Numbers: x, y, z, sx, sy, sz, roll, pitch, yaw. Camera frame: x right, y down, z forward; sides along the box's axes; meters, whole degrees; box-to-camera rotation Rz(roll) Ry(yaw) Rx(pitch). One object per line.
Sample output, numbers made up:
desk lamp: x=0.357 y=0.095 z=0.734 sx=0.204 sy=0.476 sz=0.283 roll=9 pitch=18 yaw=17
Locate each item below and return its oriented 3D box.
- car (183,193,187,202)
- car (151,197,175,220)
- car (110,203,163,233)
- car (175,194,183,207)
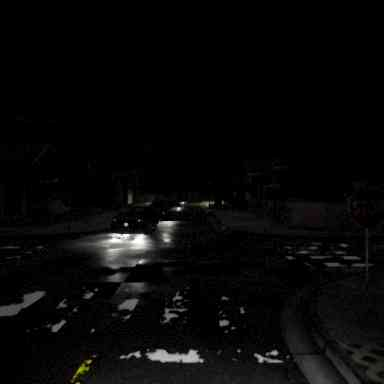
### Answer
car: x=-2.697 y=1.475 z=73.840 sx=1.837 sy=1.490 sz=4.892 roll=0 pitch=0 yaw=0
car: x=-2.722 y=1.486 z=28.039 sx=1.837 sy=1.490 sz=4.892 roll=0 pitch=2 yaw=0
car: x=-3.270 y=1.554 z=19.708 sx=1.994 sy=1.385 sz=4.181 roll=0 pitch=0 yaw=7
car: x=-2.699 y=1.460 z=49.515 sx=1.882 sy=1.535 sz=5.008 roll=0 pitch=0 yaw=0
